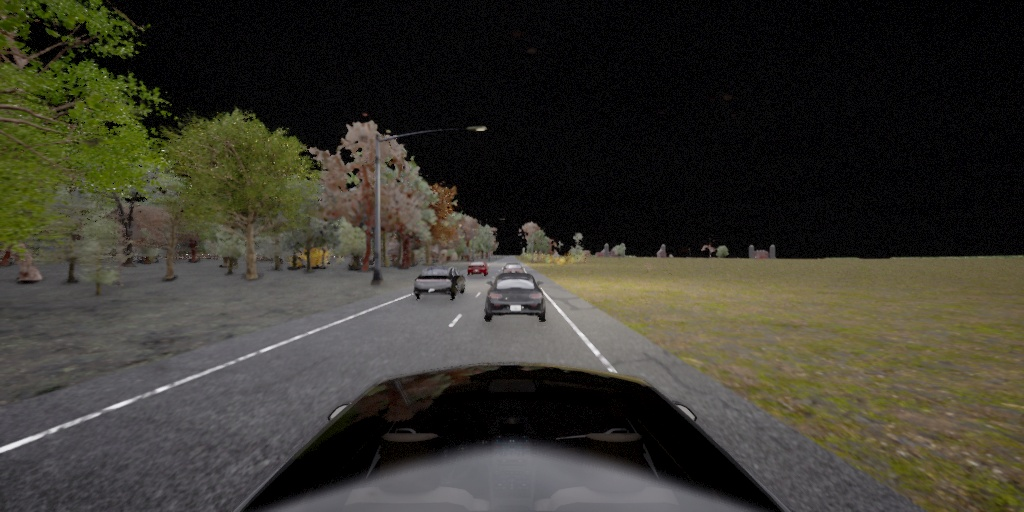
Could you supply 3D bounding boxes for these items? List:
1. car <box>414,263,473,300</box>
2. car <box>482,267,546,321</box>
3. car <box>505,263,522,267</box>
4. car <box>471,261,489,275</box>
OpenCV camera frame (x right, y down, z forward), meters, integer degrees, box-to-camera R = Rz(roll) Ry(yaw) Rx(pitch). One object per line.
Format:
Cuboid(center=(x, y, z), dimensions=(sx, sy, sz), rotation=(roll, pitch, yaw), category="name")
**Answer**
Cuboid(center=(-3.394, 1.245, 17.553), dimensions=(2.128, 1.511, 4.902), rotation=(0, 0, 0), category="car")
Cuboid(center=(0.103, 1.278, 12.270), dimensions=(1.812, 1.442, 4.674), rotation=(0, 0, 0), category="car")
Cuboid(center=(0.108, 1.305, 30.486), dimensions=(2.033, 1.411, 5.357), rotation=(0, 0, 0), category="car")
Cuboid(center=(-3.391, 1.237, 36.636), dimensions=(1.882, 1.535, 5.008), rotation=(0, 0, 0), category="car")
